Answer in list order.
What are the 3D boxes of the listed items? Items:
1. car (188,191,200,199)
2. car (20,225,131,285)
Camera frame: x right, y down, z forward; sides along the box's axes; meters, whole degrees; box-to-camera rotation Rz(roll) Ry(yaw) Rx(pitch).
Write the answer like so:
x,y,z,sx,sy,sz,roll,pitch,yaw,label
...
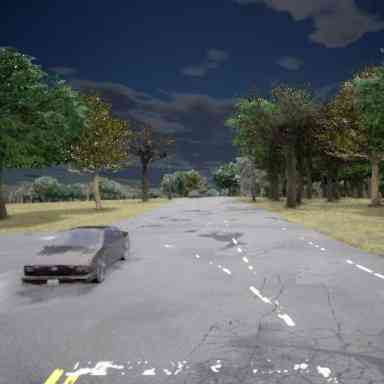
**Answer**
x,y,z,sx,sy,sz,roll,pitch,yaw,label
0.564,0.744,82.677,2.150,2.045,5.566,-1,0,9,car
-3.345,1.822,10.856,2.033,1.411,5.357,-1,0,2,car
